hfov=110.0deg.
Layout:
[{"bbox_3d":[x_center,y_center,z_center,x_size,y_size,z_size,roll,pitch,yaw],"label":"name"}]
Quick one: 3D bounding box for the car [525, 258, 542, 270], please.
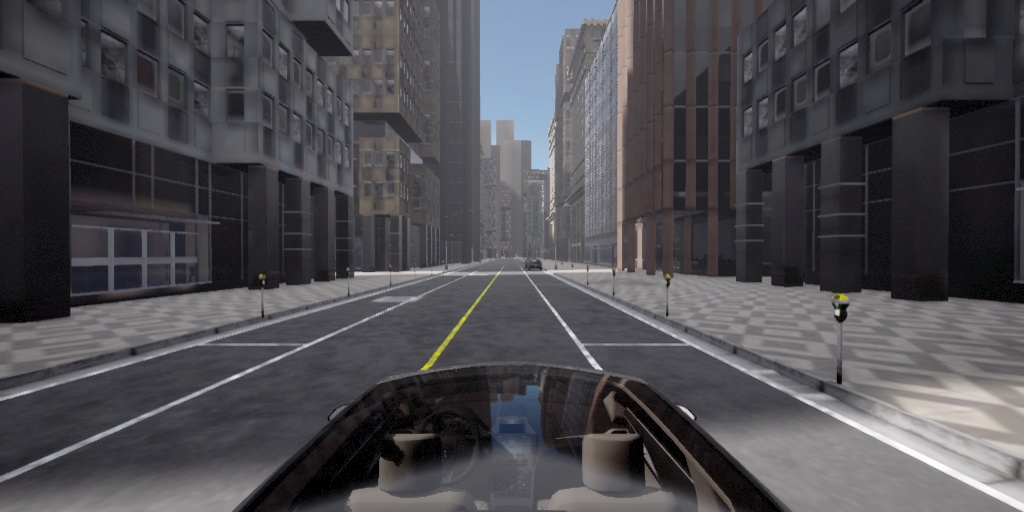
[{"bbox_3d":[3.146,1.207,49.806,1.837,1.490,4.892,0,0,0],"label":"car"}]
